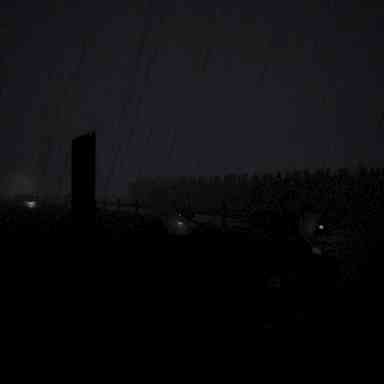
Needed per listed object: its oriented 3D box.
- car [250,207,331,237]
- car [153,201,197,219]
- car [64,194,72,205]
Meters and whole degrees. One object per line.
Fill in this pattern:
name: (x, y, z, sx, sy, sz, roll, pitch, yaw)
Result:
car: (5.028, 1.475, 17.448, 1.994, 1.385, 4.181, 1, 0, -34)
car: (-1.438, 1.413, 26.762, 1.994, 1.385, 4.181, 1, 0, -35)
car: (-17.679, 1.063, 50.182, 2.097, 1.767, 4.553, 1, 0, -35)
